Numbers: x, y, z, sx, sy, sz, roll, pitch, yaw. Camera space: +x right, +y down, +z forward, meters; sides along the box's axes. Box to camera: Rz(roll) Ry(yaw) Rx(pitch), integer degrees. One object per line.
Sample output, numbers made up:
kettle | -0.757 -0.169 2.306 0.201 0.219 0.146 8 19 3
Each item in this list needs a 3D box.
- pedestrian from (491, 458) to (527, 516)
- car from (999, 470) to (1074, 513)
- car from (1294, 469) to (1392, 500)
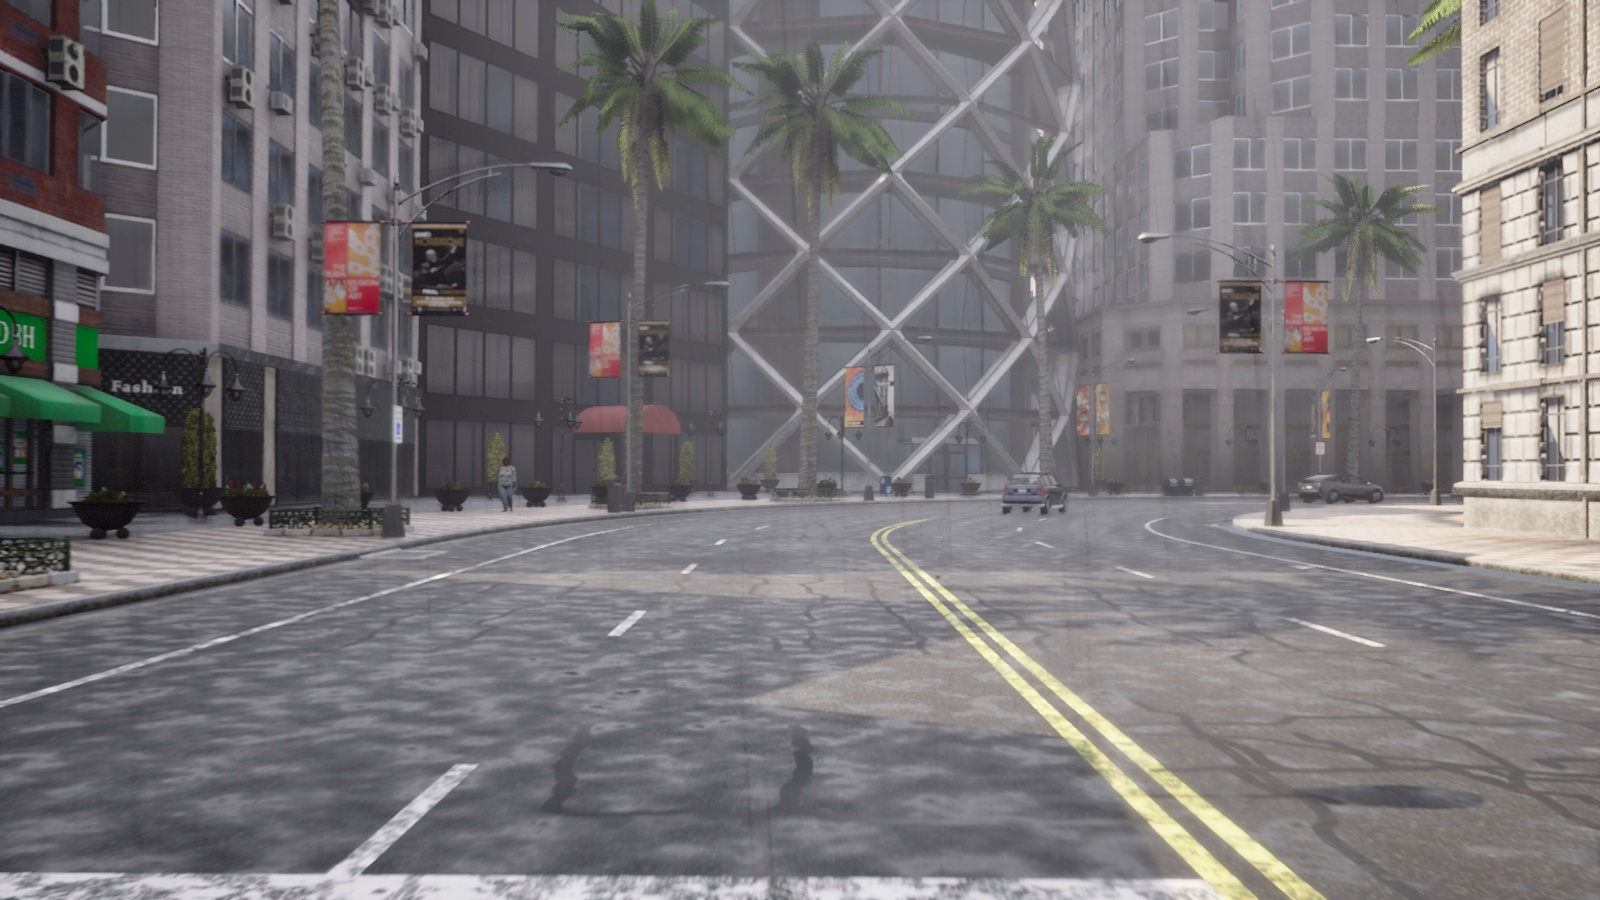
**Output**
pedestrian | -9.476 1.191 40.934 0.874 1.855 0.900 0 -1 10
car | 8.999 1.558 47.605 1.789 1.549 3.705 -1 -1 27
car | 27.880 1.741 64.503 4.514 1.525 2.007 0 -1 -22
